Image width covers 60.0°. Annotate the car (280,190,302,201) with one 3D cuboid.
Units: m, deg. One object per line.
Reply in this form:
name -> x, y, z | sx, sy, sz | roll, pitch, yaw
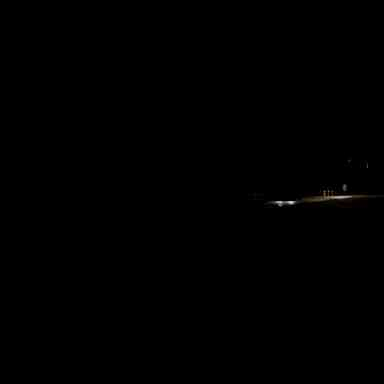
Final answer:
car -> 14.703, 0.520, 49.348 | 1.882, 1.535, 5.008 | -1, 0, 36
